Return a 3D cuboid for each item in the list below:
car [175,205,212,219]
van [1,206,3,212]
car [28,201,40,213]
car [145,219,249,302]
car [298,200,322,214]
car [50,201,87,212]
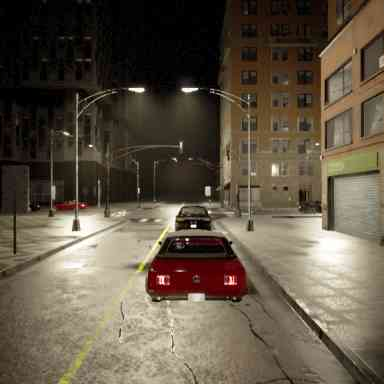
[{"bbox_3d":[0.069,1.474,18.331,1.882,1.535,5.008,0,0,0],"label":"car"},{"bbox_3d":[-20.169,1.425,30.702,3.998,1.788,1.690,0,0,0],"label":"van"},{"bbox_3d":[-20.181,1.725,39.226,4.313,1.339,1.947,0,0,0],"label":"car"},{"bbox_3d":[0.086,1.601,8.183,1.895,1.301,4.718,0,0,0],"label":"car"},{"bbox_3d":[12.057,1.415,30.720,4.313,1.339,1.947,0,0,0],"label":"car"},{"bbox_3d":[-14.532,1.701,39.229,4.206,1.307,1.802,0,0,0],"label":"car"}]
